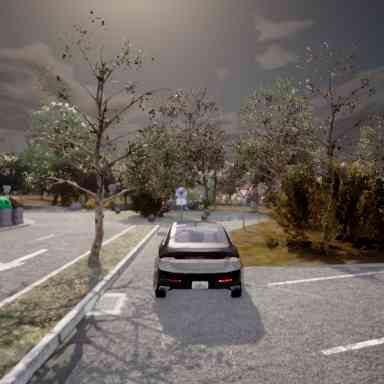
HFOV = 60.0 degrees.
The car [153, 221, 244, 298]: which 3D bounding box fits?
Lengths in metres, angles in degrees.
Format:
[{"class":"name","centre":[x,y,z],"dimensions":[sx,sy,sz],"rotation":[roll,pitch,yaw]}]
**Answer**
[{"class":"car","centre":[0.109,1.485,8.513],"dimensions":[2.128,1.511,4.902],"rotation":[0,0,-1]}]

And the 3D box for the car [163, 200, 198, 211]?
[{"class":"car","centre":[-1.538,1.763,43.681],"dimensions":[4.892,1.490,1.837],"rotation":[-1,-4,29]}]
